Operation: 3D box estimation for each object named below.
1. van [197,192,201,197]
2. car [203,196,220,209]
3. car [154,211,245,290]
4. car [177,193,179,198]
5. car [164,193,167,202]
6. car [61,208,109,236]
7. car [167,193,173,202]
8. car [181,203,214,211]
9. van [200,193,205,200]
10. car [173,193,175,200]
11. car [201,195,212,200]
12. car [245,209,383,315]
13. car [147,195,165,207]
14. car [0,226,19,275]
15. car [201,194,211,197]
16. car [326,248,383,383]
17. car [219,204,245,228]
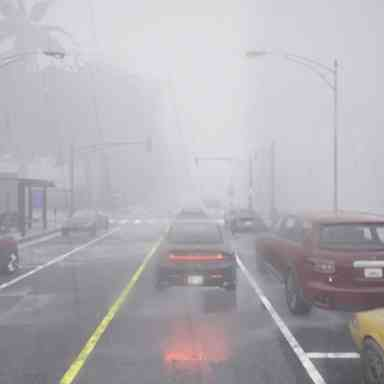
[{"bbox_3d":[2.866,1.250,82.685,1.690,1.788,3.998,0,0,0],"label":"van"},{"bbox_3d":[2.818,1.530,44.742,1.947,1.339,4.313,0,0,0],"label":"car"},{"bbox_3d":[0.089,1.500,9.037,1.837,1.490,4.892,0,0,0],"label":"car"},{"bbox_3d":[-5.645,1.203,93.556,2.192,1.841,5.009,0,0,0],"label":"car"},{"bbox_3d":[-5.694,1.392,55.613,1.967,1.590,4.097,0,0,0],"label":"car"},{"bbox_3d":[-5.741,1.571,18.334,1.802,1.307,4.206,0,0,0],"label":"car"},{"bbox_3d":[-5.673,1.368,71.874,1.967,1.590,4.097,0,0,0],"label":"car"},{"bbox_3d":[0.027,1.552,19.066,1.994,1.385,4.181,0,0,0],"label":"car"},{"bbox_3d":[2.838,1.286,61.003,1.690,1.788,3.998,0,0,0],"label":"van"},{"bbox_3d":[-5.666,1.234,77.295,2.192,1.841,5.009,0,0,0],"label":"car"},{"bbox_3d":[2.825,1.524,50.163,1.947,1.339,4.313,0,0,0],"label":"car"},{"bbox_3d":[2.770,1.311,7.455,2.192,1.841,5.009,0,0,0],"label":"car"},{"bbox_3d":[-5.700,1.509,50.193,2.008,1.369,4.403,0,0,0],"label":"car"},{"bbox_3d":[-5.755,1.436,7.482,1.967,1.590,4.097,0,0,0],"label":"car"},{"bbox_3d":[2.832,1.477,55.753,1.752,1.417,4.829,0,0,0],"label":"car"},{"bbox_3d":[2.764,1.524,2.200,1.752,1.417,4.829,0,0,0],"label":"car"},{"bbox_3d":[2.785,1.555,18.306,1.947,1.339,4.313,0,0,0],"label":"car"}]
